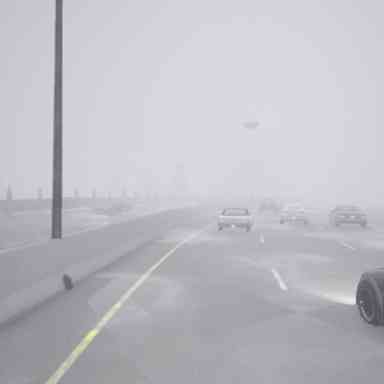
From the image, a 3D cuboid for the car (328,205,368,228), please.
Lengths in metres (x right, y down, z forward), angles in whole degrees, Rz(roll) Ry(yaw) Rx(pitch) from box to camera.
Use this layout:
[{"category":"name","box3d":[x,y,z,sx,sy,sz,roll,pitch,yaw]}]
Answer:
[{"category":"car","box3d":[10.586,1.579,22.835,2.033,1.411,5.357,0,0,16]}]

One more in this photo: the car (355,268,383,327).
[{"category":"car","box3d":[3.903,1.580,4.403,1.994,1.385,4.181,0,0,3]}]

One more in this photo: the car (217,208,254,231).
[{"category":"car","box3d":[2.815,1.617,20.727,1.895,1.301,4.718,0,0,13]}]

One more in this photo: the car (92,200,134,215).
[{"category":"car","box3d":[-7.958,1.574,34.134,2.033,1.411,5.357,0,0,19]}]

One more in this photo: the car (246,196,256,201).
[{"category":"car","box3d":[13.244,1.723,69.846,1.837,1.490,4.892,0,-1,42]}]

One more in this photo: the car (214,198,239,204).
[{"category":"car","box3d":[5.303,1.615,46.560,1.812,1.442,4.674,0,0,29]}]

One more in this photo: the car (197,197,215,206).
[{"category":"car","box3d":[2.470,1.573,48.676,1.882,1.535,5.008,0,-1,29]}]

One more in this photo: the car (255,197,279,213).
[{"category":"car","box3d":[9.216,1.412,38.446,2.097,1.767,4.553,0,0,25]}]

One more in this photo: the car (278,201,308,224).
[{"category":"car","box3d":[7.606,1.554,24.850,1.812,1.442,4.674,0,0,17]}]
